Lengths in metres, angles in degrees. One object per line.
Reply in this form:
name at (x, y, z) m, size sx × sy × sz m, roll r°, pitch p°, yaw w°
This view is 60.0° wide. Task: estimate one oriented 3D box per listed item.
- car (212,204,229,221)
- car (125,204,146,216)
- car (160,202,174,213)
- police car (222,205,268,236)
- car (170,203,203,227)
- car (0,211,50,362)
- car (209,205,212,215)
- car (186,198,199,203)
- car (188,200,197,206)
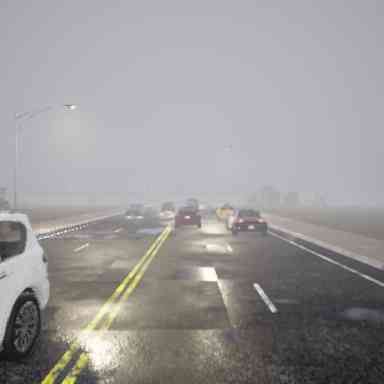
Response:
car at (3.252, 1.887, 31.796) m, size 1.801 × 1.575 × 5.366 m, roll 0°, pitch -1°, yaw 0°
car at (-6.598, 2.080, 39.566) m, size 2.033 × 1.411 × 5.357 m, roll 0°, pitch -1°, yaw 0°
car at (-3.340, 2.103, 46.857) m, size 1.882 × 1.535 × 5.008 m, roll 0°, pitch -1°, yaw 0°
police car at (3.252, 1.788, 20.607) m, size 2.038 × 1.542 × 4.974 m, roll 0°, pitch -1°, yaw 0°
car at (-0.241, 1.854, 25.643) m, size 2.163 × 1.488 × 4.792 m, roll 0°, pitch -1°, yaw 2°
car at (-3.348, 1.266, 3.098) m, size 2.150 × 2.045 × 5.566 m, roll 0°, pitch -1°, yaw 0°
car at (3.253, 2.172, 42.633) m, size 1.895 × 1.301 × 4.718 m, roll 0°, pitch -1°, yaw 0°
car at (0.058, 2.000, 58.843) m, size 2.150 × 2.045 × 5.566 m, roll 0°, pitch 0°, yaw 0°
car at (0.005, 2.540, 75.821) m, size 1.994 × 1.385 × 4.181 m, roll 0°, pitch -1°, yaw 0°
